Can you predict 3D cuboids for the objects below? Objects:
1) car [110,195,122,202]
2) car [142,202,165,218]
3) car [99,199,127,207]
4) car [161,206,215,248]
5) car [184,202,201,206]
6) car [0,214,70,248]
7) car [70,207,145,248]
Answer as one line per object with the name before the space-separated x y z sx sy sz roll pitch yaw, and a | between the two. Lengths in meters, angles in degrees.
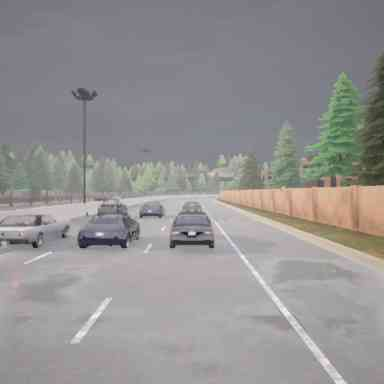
car | -17.500 1.512 76.539 1.812 1.442 4.674 0 0 0
car | -3.500 1.572 29.650 1.994 1.385 4.181 0 0 0
car | -7.000 1.495 29.650 2.128 1.511 4.902 0 0 0
car | 0.000 1.563 14.650 2.033 1.411 5.357 0 0 0
car | 0.000 1.563 29.650 2.033 1.411 5.357 0 0 0
car | -7.000 1.616 14.680 1.895 1.301 4.718 0 0 0
car | -3.500 1.572 14.650 1.994 1.385 4.181 0 0 0
